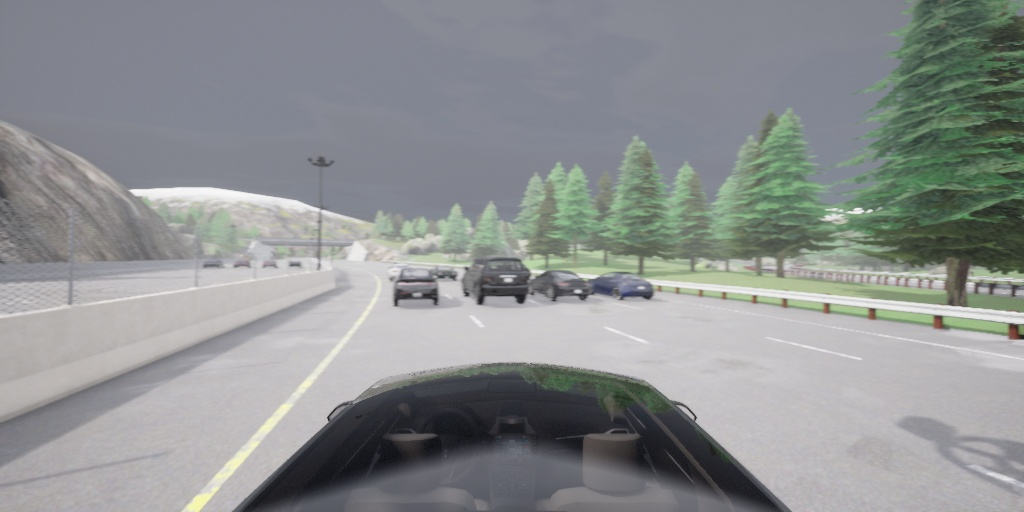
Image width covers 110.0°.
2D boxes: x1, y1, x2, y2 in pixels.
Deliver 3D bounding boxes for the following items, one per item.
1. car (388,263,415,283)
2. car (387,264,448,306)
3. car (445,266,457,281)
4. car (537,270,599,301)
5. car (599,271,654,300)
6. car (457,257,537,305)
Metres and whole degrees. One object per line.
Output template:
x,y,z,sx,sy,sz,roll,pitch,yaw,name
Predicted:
-9.560,1.378,30.743,1.812,1.442,4.674,1,0,-22,car
-4.379,1.298,16.158,2.128,1.511,4.902,1,0,-17,car
-6.203,1.501,31.774,1.895,1.301,4.718,1,0,-22,car
2.275,1.428,18.327,1.812,1.442,4.674,1,0,-17,car
5.647,1.514,19.272,1.994,1.385,4.181,1,0,-17,car
-0.947,1.069,16.934,2.150,2.045,5.566,1,0,-17,car
